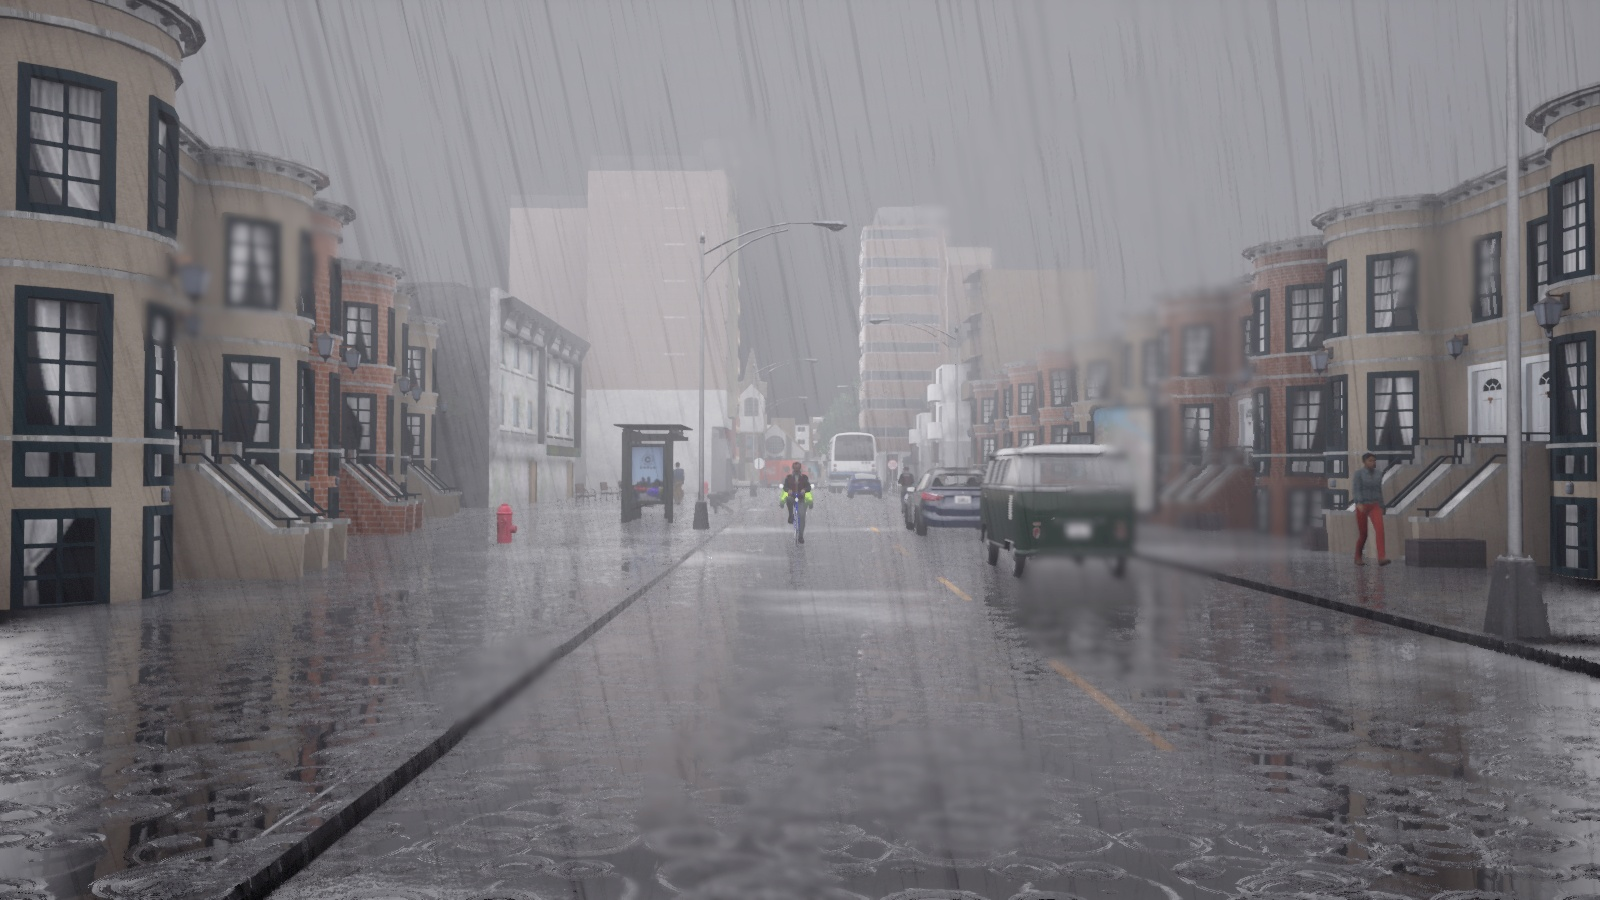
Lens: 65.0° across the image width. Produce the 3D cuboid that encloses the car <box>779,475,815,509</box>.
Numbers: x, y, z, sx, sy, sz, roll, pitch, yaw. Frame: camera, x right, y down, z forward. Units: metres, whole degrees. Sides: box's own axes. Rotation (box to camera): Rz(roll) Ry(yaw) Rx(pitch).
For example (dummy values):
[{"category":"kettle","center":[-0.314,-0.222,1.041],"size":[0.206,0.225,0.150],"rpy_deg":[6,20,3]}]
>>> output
[{"category":"car","center":[-0.120,1.753,52.740],"size":[1.481,1.376,2.207],"rpy_deg":[0,-1,0]}]

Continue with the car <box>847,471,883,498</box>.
[{"category":"car","center":[3.807,2.024,74.454],"size":[1.882,1.535,5.008],"rpy_deg":[0,-1,0]}]

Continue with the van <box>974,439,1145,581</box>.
[{"category":"van","center":[3.954,0.885,19.885],"size":[1.775,1.987,4.442],"rpy_deg":[0,-1,0]}]

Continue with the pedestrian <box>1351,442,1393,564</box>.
[{"category":"pedestrian","center":[8.839,0.814,19.418],"size":[0.353,1.847,0.614],"rpy_deg":[0,-1,0]}]

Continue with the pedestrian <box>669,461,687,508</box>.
[{"category":"pedestrian","center":[-5.128,1.428,52.729],"size":[0.423,1.949,0.788],"rpy_deg":[0,-1,-34]}]

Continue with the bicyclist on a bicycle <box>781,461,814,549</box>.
[{"category":"bicyclist on a bicycle","center":[-0.060,1.124,26.188],"size":[0.659,1.776,1.843],"rpy_deg":[0,-1,0]}]

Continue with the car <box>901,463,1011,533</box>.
[{"category":"car","center":[3.926,1.185,32.362],"size":[2.242,1.667,4.611],"rpy_deg":[0,-1,0]}]

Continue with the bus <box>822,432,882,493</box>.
[{"category":"bus","center":[3.730,0.972,92.483],"size":[3.944,4.253,10.273],"rpy_deg":[0,-1,0]}]
